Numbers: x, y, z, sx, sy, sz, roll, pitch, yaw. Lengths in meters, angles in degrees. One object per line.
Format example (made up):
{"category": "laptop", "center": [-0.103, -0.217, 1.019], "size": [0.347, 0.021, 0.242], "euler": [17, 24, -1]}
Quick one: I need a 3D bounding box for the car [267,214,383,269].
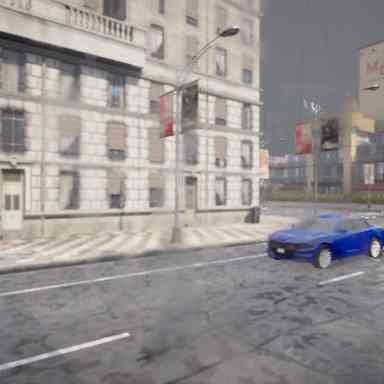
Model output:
{"category": "car", "center": [4.751, 1.550, 11.614], "size": [5.008, 1.535, 1.882], "euler": [1, -1, -35]}
